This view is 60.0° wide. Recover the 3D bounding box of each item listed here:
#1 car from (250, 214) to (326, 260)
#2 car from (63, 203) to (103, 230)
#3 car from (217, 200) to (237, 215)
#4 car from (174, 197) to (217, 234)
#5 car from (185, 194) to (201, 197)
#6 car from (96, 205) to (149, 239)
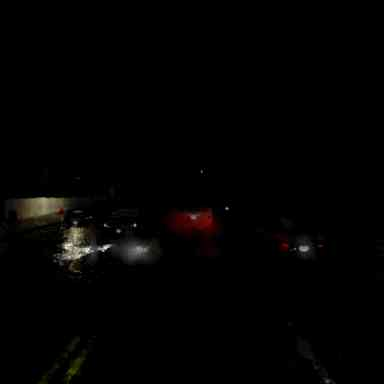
[{"bbox_3d":[3.348,1.518,12.237,1.812,1.442,4.674,0,0,0],"label":"car"},{"bbox_3d":[-6.606,1.477,21.290,2.128,1.511,4.902,0,0,0],"label":"car"},{"bbox_3d":[3.340,1.537,33.688,1.994,1.385,4.181,0,0,0],"label":"car"},{"bbox_3d":[0.093,1.338,19.202,2.097,1.767,4.553,0,0,0],"label":"car"},{"bbox_3d":[0.092,1.192,37.431,2.150,2.045,5.566,0,0,0],"label":"car"},{"bbox_3d":[-3.356,1.514,17.537,1.812,1.442,4.674,0,0,0],"label":"car"}]
